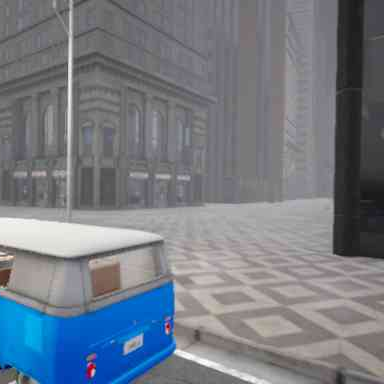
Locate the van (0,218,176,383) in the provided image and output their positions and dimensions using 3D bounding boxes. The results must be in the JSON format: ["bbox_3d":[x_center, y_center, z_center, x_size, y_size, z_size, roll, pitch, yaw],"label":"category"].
[{"bbox_3d":[-2.107,1.315,4.498,3.998,1.788,1.690,0,1,36],"label":"van"}]
